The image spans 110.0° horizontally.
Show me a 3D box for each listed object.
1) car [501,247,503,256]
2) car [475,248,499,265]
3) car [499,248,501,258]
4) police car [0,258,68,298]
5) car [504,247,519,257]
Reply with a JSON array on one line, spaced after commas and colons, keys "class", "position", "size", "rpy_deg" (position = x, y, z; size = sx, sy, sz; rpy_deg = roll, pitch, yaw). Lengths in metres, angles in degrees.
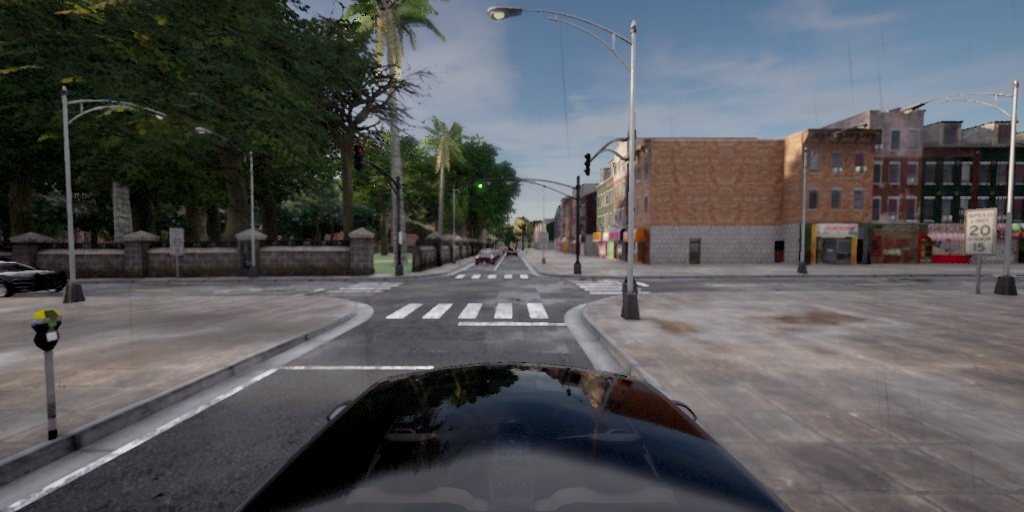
[{"class": "car", "position": [-2.630, -0.351, 53.220], "size": [1.802, 1.307, 4.207], "rpy_deg": [0, 0, 0]}, {"class": "car", "position": [-2.632, 0.040, 36.163], "size": [1.967, 1.591, 4.097], "rpy_deg": [0, 0, 0]}, {"class": "car", "position": [-2.631, -0.140, 41.848], "size": [1.967, 1.591, 4.097], "rpy_deg": [0, 0, 0]}, {"class": "police car", "position": [-22.342, 0.903, 15.487], "size": [5.238, 1.638, 1.930], "rpy_deg": [-1, 2, 0]}, {"class": "car", "position": [0.009, -0.629, 59.820], "size": [1.837, 1.490, 4.892], "rpy_deg": [0, 2, 0]}]
